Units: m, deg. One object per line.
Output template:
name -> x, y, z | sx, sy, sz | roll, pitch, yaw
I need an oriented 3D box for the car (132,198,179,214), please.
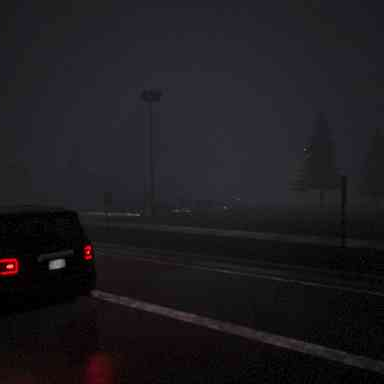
car -> -4.325, 1.864, 40.549 | 2.033, 1.411, 5.357 | -1, 0, 35

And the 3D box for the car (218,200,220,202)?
car -> 3.923, 1.960, 58.435 | 1.895, 1.301, 4.718 | -1, 0, 35

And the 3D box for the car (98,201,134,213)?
car -> -10.107, 1.924, 44.459 | 1.812, 1.442, 4.674 | -1, 0, 34

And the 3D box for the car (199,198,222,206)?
car -> 3.630, 1.947, 64.063 | 2.033, 1.411, 5.357 | -1, 0, 35

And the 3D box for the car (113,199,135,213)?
car -> -7.259, 1.710, 42.461 | 2.097, 1.767, 4.553 | -1, 0, 35

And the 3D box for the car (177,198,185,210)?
car -> -1.788, 1.710, 50.292 | 2.097, 1.767, 4.553 | -1, 0, 35

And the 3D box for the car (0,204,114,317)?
car -> -4.431, 1.314, 7.120 | 5.566, 2.045, 2.150 | 0, 0, 36

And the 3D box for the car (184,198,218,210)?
car -> 1.403, 1.822, 48.747 | 1.837, 1.490, 4.892 | -1, 0, 35

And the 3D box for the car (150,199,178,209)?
car -> -4.374, 1.904, 52.697 | 1.837, 1.490, 4.892 | -1, 0, 35

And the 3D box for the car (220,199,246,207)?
car -> 7.486, 1.865, 57.438 | 2.033, 1.411, 5.357 | -1, 0, 35
